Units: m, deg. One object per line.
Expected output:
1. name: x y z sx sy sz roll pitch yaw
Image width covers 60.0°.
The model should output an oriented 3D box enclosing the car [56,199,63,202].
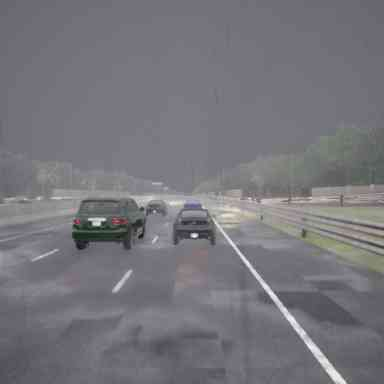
1. car: -17.586 1.665 45.273 1.895 1.301 4.718 0 0 0

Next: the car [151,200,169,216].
1. car: -3.401 1.539 32.694 1.837 1.490 4.892 0 0 0

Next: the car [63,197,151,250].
1. car: -3.389 1.229 14.584 2.150 2.045 5.566 0 0 0

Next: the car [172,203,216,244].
1. car: 0.099 1.514 15.927 1.837 1.490 4.892 0 0 0

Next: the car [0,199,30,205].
1. car: -21.094 1.596 39.703 2.033 1.411 5.357 0 0 0

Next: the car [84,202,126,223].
1. car: -6.901 1.572 26.986 2.033 1.411 5.357 0 0 0

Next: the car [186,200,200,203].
1. car: 0.098 1.515 34.244 1.882 1.535 5.008 0 0 0
